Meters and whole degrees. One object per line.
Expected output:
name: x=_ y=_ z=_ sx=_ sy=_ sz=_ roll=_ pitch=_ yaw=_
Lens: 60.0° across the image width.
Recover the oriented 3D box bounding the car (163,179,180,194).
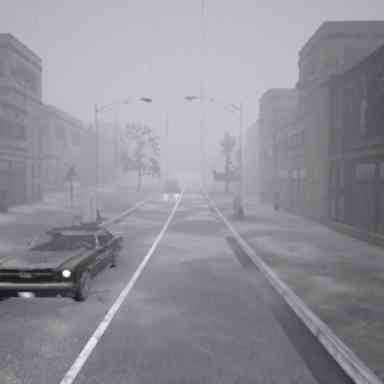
car: x=-3.067 y=-0.886 z=50.782 sx=2.150 sy=2.045 sz=5.566 roll=0 pitch=3 yaw=0

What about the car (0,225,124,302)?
car: x=-3.102 y=1.596 z=8.435 sx=1.895 sy=1.301 sz=4.718 roll=0 pitch=1 yaw=0
